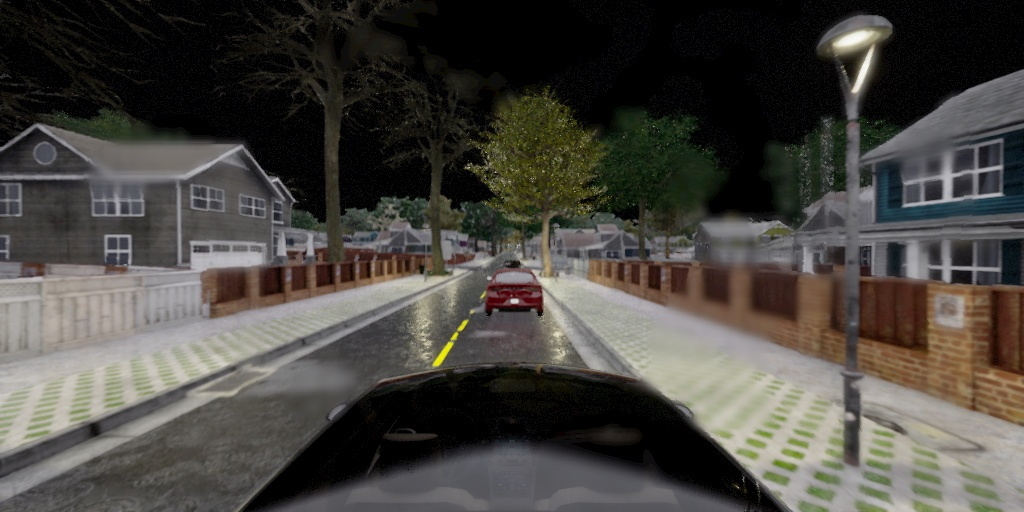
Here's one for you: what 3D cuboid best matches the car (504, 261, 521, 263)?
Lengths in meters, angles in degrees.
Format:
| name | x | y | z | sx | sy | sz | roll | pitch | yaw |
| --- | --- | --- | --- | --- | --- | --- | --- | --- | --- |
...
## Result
| name | x | y | z | sx | sy | sz | roll | pitch | yaw |
| --- | --- | --- | --- | --- | --- | --- | --- | --- | --- |
| car | 0.050 | 1.111 | 29.605 | 1.837 | 1.490 | 4.892 | 0 | 0 | 0 |

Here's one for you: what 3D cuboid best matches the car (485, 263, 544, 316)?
| name | x | y | z | sx | sy | sz | roll | pitch | yaw |
| --- | --- | --- | --- | --- | --- | --- | --- | --- | --- |
| car | 0.081 | 1.188 | 13.228 | 1.882 | 1.535 | 5.008 | 0 | 0 | 0 |
